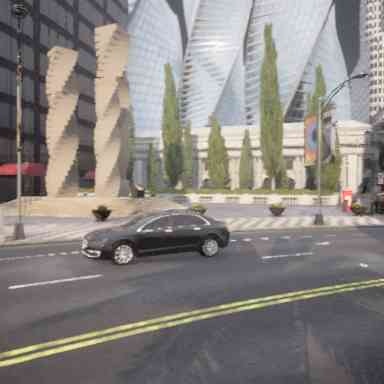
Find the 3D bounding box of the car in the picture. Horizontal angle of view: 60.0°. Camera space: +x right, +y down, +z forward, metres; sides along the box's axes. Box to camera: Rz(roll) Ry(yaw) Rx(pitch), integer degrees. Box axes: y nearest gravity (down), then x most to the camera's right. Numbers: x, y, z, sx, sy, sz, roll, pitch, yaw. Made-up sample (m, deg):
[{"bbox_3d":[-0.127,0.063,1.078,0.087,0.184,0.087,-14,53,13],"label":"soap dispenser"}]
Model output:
[{"bbox_3d":[-1.044,1.390,10.988,4.892,1.490,1.837,0,0,-26],"label":"car"}]
